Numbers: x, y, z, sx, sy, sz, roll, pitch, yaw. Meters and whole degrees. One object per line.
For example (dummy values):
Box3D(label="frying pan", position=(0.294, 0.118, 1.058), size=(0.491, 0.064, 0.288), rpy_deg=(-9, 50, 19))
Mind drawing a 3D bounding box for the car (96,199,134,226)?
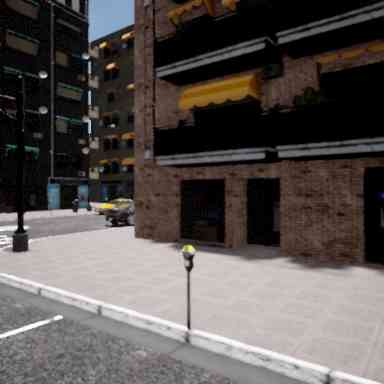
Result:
Box3D(label="car", position=(-3.497, 1.333, 21.222), size=(2.008, 1.369, 4.403), rpy_deg=(1, 1, 36))

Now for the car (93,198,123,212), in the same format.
Box3D(label="car", position=(-6.664, 1.252, 30.277), size=(1.752, 1.417, 4.829), rpy_deg=(1, 1, 36))
